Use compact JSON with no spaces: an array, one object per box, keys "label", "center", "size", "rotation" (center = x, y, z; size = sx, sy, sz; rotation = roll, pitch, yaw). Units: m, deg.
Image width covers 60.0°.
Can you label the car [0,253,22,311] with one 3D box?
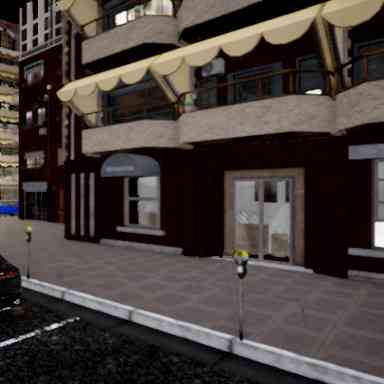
[{"label":"car","center":[-4.997,1.549,6.437],"size":[4.403,1.369,2.008],"rotation":[0,0,35]}]

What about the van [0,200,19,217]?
[{"label":"van","center":[-19.265,1.699,34.103],"size":[1.690,1.788,3.998],"rotation":[-1,-2,35]}]
